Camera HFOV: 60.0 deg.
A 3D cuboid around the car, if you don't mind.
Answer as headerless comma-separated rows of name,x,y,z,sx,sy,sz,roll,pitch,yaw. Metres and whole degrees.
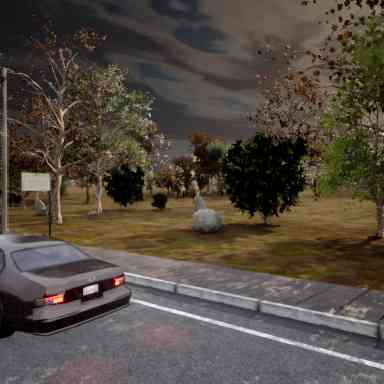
car,-3.596,1.547,6.571,5.357,1.411,2.033,0,0,36
